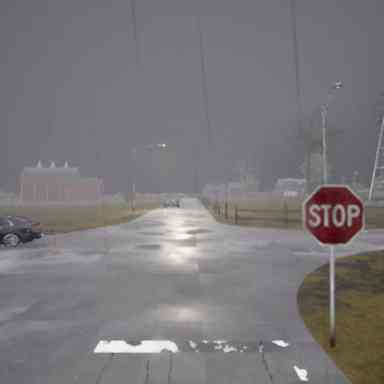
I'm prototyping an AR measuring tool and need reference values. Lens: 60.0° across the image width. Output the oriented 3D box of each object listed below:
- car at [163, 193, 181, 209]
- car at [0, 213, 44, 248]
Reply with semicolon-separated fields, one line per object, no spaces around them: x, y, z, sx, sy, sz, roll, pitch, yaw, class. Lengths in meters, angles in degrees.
-2.784;1.227;46.372;2.150;2.045;5.566;0;0;0;car
-9.295;1.759;14.904;4.892;1.490;1.837;-1;3;-10;car
